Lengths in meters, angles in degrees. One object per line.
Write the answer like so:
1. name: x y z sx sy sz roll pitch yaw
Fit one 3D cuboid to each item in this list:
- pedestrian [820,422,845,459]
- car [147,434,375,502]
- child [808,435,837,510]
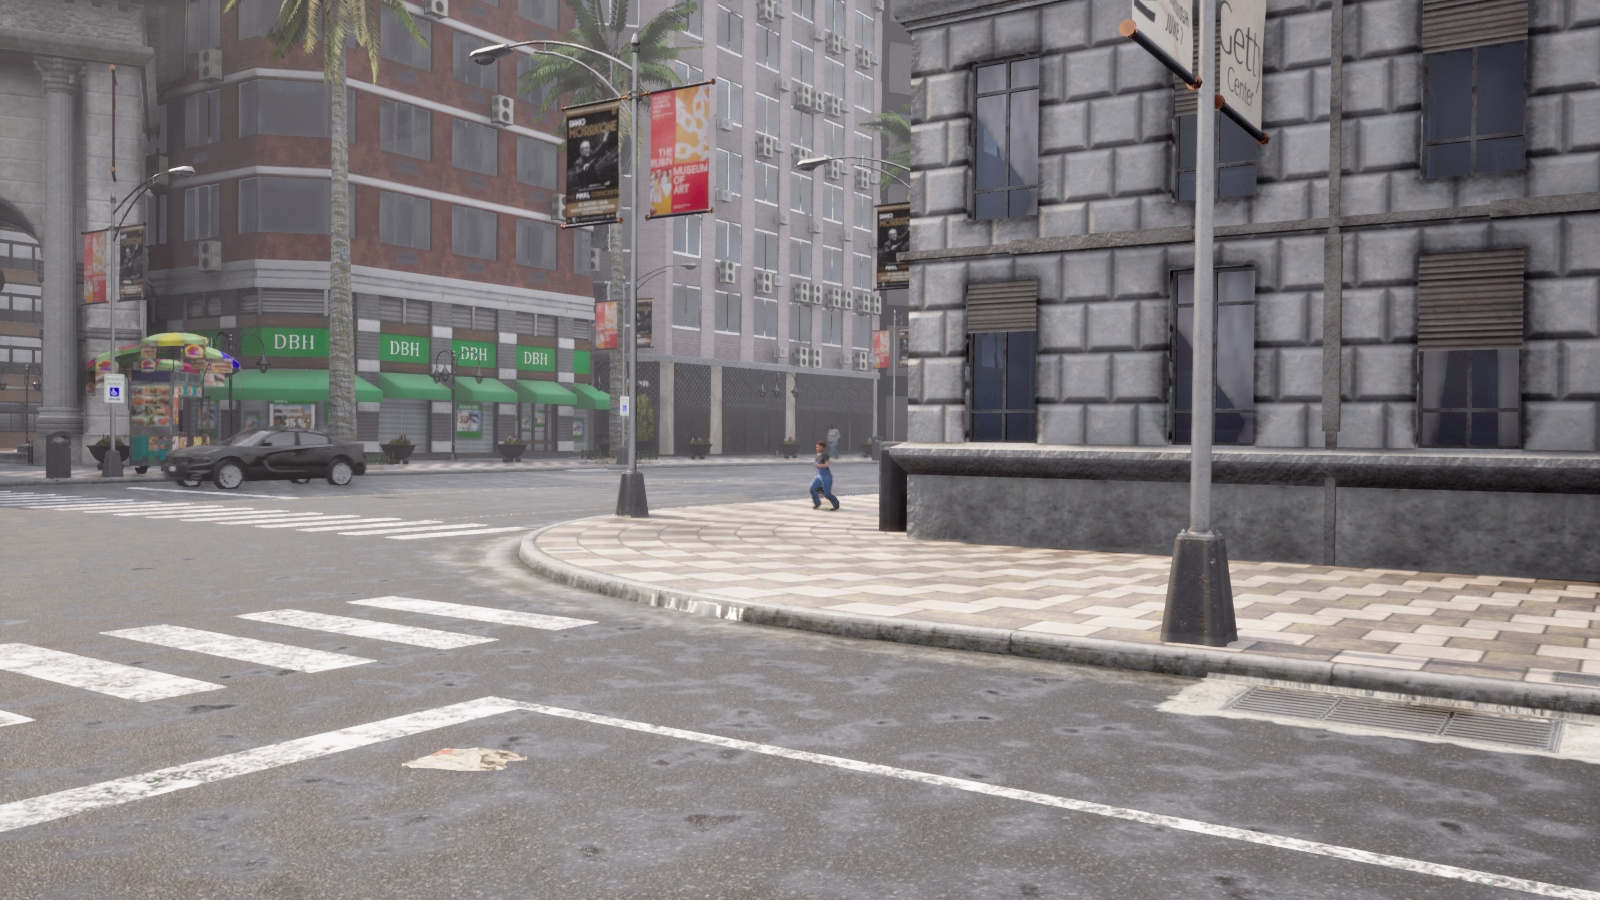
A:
1. pedestrian: 1.663 -0.500 63.943 0.874 1.855 0.900 0 1 45
2. car: -13.386 0.400 31.527 1.882 1.535 5.008 0 1 34
3. child: 0.382 0.374 21.289 0.270 1.263 0.437 0 1 45
